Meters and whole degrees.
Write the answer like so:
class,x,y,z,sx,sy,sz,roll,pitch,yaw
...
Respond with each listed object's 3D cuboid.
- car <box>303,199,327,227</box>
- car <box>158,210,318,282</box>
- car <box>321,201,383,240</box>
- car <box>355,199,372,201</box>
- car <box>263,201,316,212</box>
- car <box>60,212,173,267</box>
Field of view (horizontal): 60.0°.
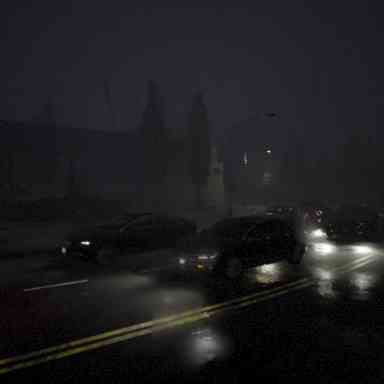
class,x,y,z,sx,sy,sz,roll,pitch,yaw
car,8.124,1.305,22.474,2.097,1.767,4.553,0,0,31
car,1.588,1.488,9.932,4.892,1.490,1.837,0,0,-41
car,8.443,1.436,17.270,1.882,1.535,5.008,0,0,35
car,20.553,1.502,40.152,1.895,1.301,4.718,0,0,4
car,4.840,1.457,18.316,2.128,1.511,4.902,0,0,37
car,-1.936,1.479,11.530,4.902,1.511,2.128,0,0,-39
